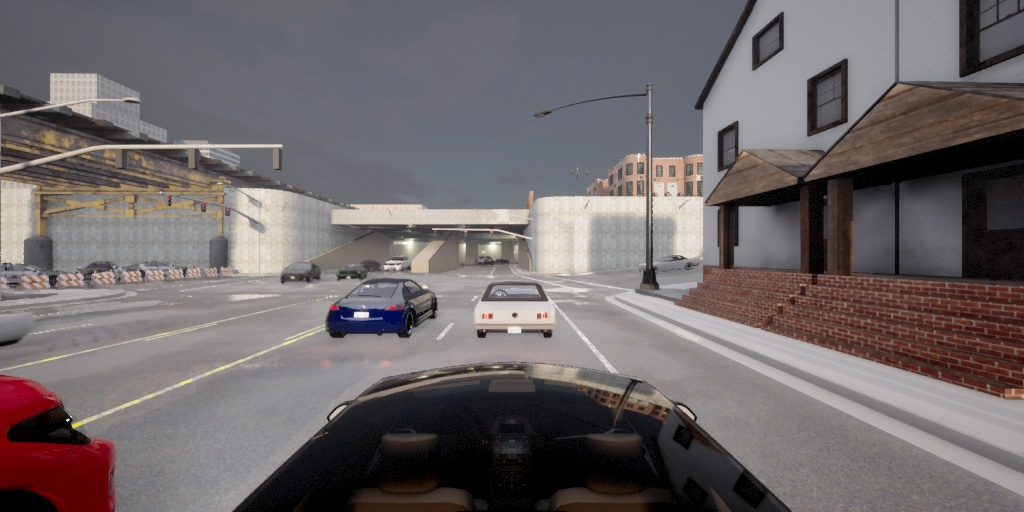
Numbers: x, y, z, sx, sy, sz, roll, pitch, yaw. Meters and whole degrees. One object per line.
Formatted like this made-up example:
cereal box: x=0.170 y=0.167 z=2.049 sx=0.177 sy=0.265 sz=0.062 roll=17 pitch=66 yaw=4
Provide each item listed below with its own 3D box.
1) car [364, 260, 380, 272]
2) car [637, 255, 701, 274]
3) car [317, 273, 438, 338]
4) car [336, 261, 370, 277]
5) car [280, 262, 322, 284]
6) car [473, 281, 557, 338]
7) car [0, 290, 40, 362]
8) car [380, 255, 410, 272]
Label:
car: x=-18.336 y=1.228 z=45.902 sx=1.882 sy=1.535 sz=5.008 roll=0 pitch=1 yaw=-1
car: x=13.056 y=0.665 z=30.135 sx=4.718 sy=1.301 sz=1.895 roll=-7 pitch=0 yaw=0
car: x=-3.431 y=1.314 z=10.201 sx=1.994 sy=1.385 sz=4.181 roll=0 pitch=0 yaw=0
car: x=-13.159 y=1.351 z=29.592 sx=1.895 sy=1.301 sz=4.718 roll=0 pitch=0 yaw=-17
car: x=-15.811 y=1.227 z=27.068 sx=1.882 sy=1.535 sz=5.008 roll=0 pitch=0 yaw=-17
car: x=0.071 y=1.351 z=10.156 sx=1.895 sy=1.301 sz=4.718 roll=0 pitch=0 yaw=0
car: x=-10.592 y=1.351 z=4.965 sx=1.895 sy=1.301 sz=4.718 roll=0 pitch=0 yaw=0
car: x=-14.856 y=0.964 z=46.703 sx=2.150 sy=2.045 sz=5.566 roll=0 pitch=1 yaw=-2
